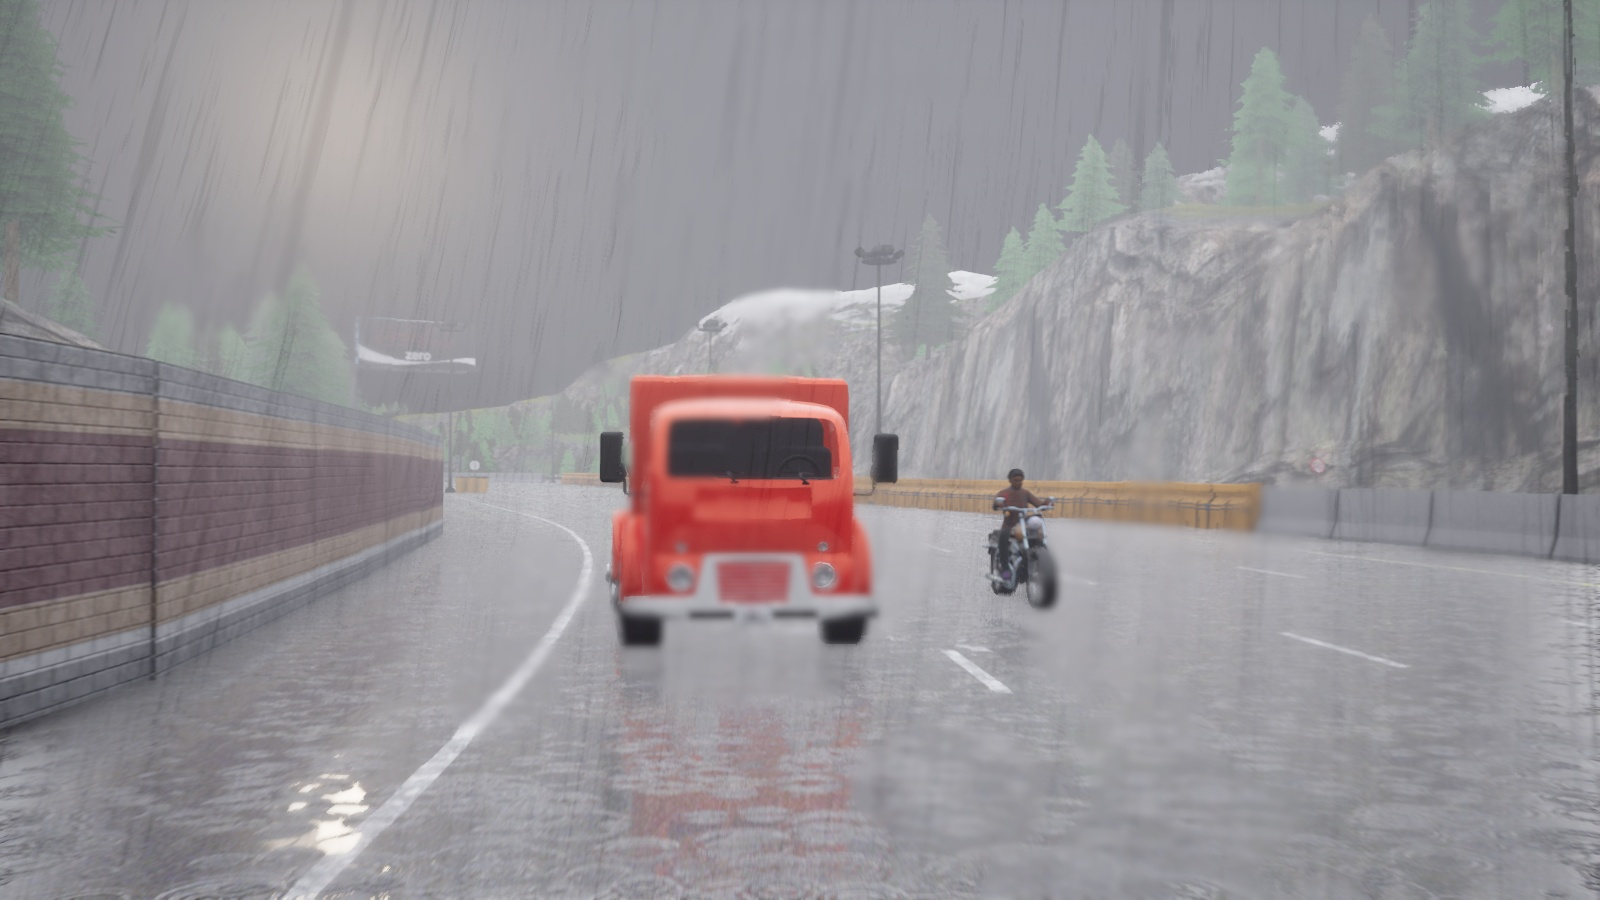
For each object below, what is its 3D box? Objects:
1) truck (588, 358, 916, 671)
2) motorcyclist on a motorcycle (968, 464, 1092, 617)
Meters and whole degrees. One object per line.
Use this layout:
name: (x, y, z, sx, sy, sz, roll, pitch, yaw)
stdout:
truck: (-0.648, 0.539, 12.646, 2.627, 2.467, 5.204, 0, -1, -6)
motorcyclist on a motorcycle: (2.678, 1.003, 14.919, 0.766, 1.649, 2.350, -1, -1, -7)
